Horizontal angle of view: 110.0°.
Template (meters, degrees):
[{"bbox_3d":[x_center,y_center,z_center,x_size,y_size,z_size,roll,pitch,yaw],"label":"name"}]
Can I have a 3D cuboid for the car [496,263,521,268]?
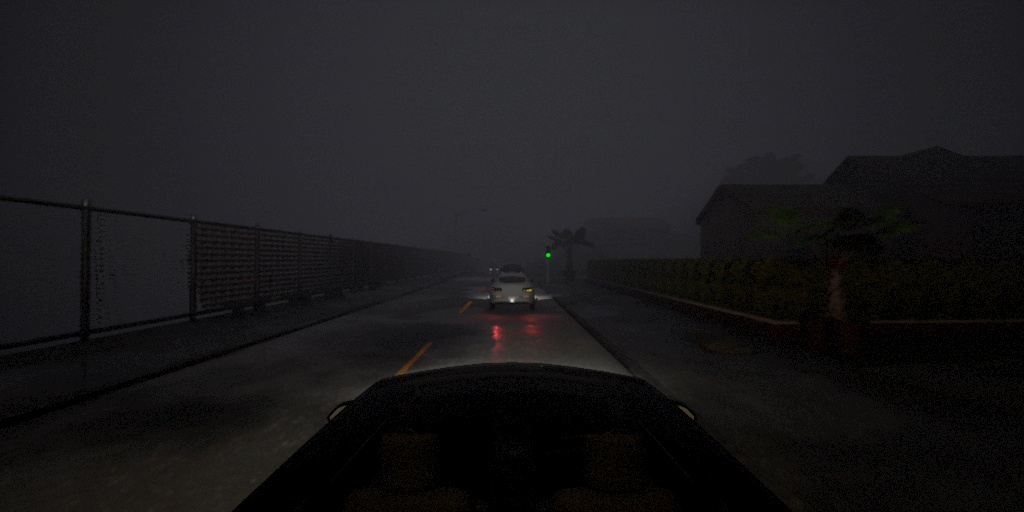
[{"bbox_3d":[0.028,1.418,30.251,2.097,1.767,4.553,0,-1,0],"label":"car"}]

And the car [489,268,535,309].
[{"bbox_3d":[0.025,1.431,15.725,1.812,1.442,4.674,0,0,1],"label":"car"}]
